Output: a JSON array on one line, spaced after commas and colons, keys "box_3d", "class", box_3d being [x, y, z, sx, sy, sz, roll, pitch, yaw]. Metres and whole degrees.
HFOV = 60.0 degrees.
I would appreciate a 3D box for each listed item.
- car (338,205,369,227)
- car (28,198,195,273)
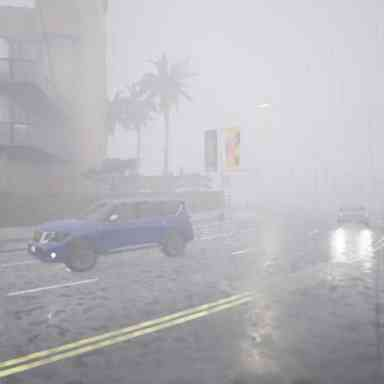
[{"box_3d": [10.992, 1.545, 22.755, 1.895, 1.301, 4.718, 0, 0, 25], "class": "car"}, {"box_3d": [-2.412, 1.248, 11.266, 5.566, 2.045, 2.150, 0, 0, -41], "class": "car"}]
